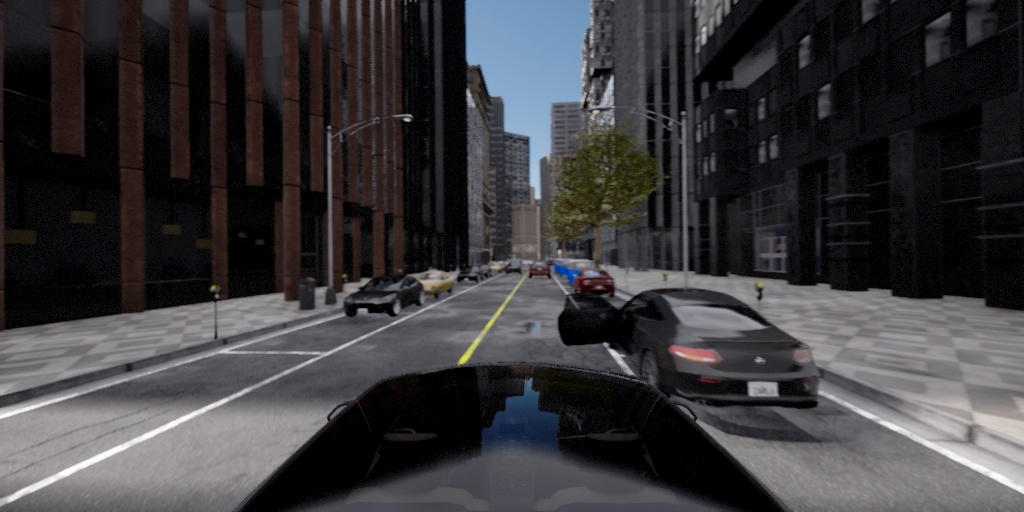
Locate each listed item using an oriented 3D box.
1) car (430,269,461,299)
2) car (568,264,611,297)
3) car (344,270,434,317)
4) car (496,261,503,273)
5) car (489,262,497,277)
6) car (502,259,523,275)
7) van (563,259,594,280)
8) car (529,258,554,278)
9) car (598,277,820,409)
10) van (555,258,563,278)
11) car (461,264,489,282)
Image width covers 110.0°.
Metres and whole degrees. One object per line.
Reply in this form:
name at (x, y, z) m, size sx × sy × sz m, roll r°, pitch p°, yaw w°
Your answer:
car at (-4.298, 1.409, 19.307) m, size 1.751 × 1.417 × 4.829 m, roll 0°, pitch 0°, yaw 4°
car at (4.216, 1.324, 18.849) m, size 1.888 × 1.381 × 4.507 m, roll 0°, pitch 0°, yaw 4°
car at (-4.704, 1.428, 13.873) m, size 1.948 × 1.339 × 4.313 m, roll 0°, pitch 0°, yaw 4°
car at (-2.201, 1.522, 47.322) m, size 1.751 × 1.417 × 4.829 m, roll 0°, pitch 0°, yaw 4°
car at (-3.027, 1.516, 36.285) m, size 1.948 × 1.339 × 4.313 m, roll 0°, pitch 0°, yaw 4°
car at (0.304, 1.457, 44.019) m, size 1.837 × 1.490 × 4.892 m, roll -1°, pitch -1°, yaw 5°
van at (4.636, 1.142, 24.451) m, size 1.690 × 1.789 × 3.998 m, roll 0°, pitch 0°, yaw 4°
car at (2.767, 1.229, 35.615) m, size 2.097 × 1.767 × 4.553 m, roll -1°, pitch 0°, yaw 5°
car at (2.844, 1.261, 6.117) m, size 1.812 × 1.442 × 4.674 m, roll -1°, pitch 0°, yaw 4°
van at (5.474, 1.186, 35.656) m, size 1.690 × 1.789 × 3.998 m, roll 0°, pitch 0°, yaw 4°
car at (-3.446, 1.493, 30.683) m, size 1.948 × 1.339 × 4.313 m, roll 0°, pitch 0°, yaw 4°
